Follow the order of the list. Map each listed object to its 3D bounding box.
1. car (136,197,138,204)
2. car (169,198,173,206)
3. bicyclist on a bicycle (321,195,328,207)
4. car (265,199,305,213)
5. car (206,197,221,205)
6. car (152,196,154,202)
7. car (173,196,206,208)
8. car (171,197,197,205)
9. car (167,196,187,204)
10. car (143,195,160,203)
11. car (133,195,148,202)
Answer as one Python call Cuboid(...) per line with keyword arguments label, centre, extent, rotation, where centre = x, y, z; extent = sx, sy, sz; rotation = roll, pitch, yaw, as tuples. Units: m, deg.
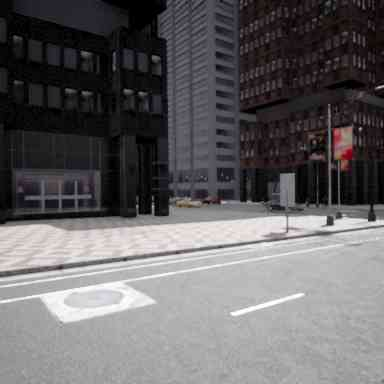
Cuboid(label="car", centre=(-10.006, 1.795, 62.773), extent=(1.802, 1.307, 4.206), rotation=(-1, 1, -35))
Cuboid(label="car", centre=(-2.611, 1.700, 57.059), extent=(1.994, 1.385, 4.181), rotation=(-1, 0, -35))
Cuboid(label="bicyclist on a bicycle", centre=(17.500, 1.219, 43.818), extent=(1.656, 1.620, 0.582), rotation=(-1, 1, -35))
Cuboid(label="car", centre=(10.646, 1.558, 38.400), extent=(1.837, 1.490, 4.892), rotation=(-1, 1, -35))
Cuboid(label="car", centre=(3.238, 1.582, 58.880), extent=(1.887, 1.381, 4.507), rotation=(-1, 1, -35))
Cuboid(label="car", centre=(-7.656, 1.624, 69.404), extent=(1.812, 1.442, 4.674), rotation=(-1, 0, -35))
Cuboid(label="car", centre=(-0.457, 1.676, 49.380), extent=(1.752, 1.417, 4.829), rotation=(-1, 1, -35))
Cuboid(label="car", centre=(-1.469, 1.644, 60.783), extent=(2.033, 1.411, 5.357), rotation=(-1, 0, -35))
Cuboid(label="car", centre=(-3.160, 1.605, 67.853), extent=(1.752, 1.417, 4.829), rotation=(-1, 1, -35))
Cuboid(label="car", centre=(-9.362, 1.564, 76.547), extent=(1.967, 1.590, 4.097), rotation=(-1, 1, -35))
Cuboid(label="car", centre=(-12.512, 1.587, 80.965), extent=(1.967, 1.590, 4.097), rotation=(-1, 1, -35))
